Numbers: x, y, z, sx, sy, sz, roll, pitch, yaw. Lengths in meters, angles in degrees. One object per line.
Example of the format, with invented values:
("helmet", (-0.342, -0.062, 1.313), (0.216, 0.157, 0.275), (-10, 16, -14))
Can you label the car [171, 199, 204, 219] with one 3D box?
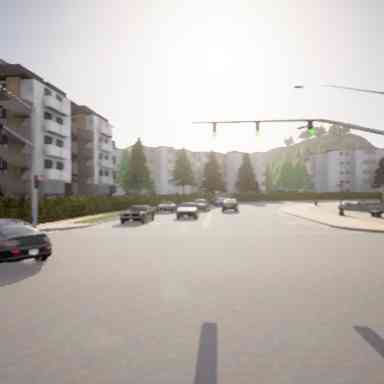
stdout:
("car", (-0.318, 1.658, 30.519), (2.033, 1.411, 5.357), (-1, 0, 4))

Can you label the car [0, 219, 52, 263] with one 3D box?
("car", (-6.590, 1.641, 11.229), (4.674, 1.442, 1.812), (-1, -1, 35))

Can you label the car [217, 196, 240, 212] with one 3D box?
("car", (4.811, 1.579, 40.953), (2.128, 1.511, 4.902), (-1, 0, 12))

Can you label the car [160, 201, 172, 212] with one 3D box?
("car", (-2.865, 1.729, 38.294), (1.994, 1.385, 4.181), (-1, 0, 9))

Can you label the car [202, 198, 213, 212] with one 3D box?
("car", (0.988, 1.633, 40.183), (1.837, 1.490, 4.892), (-1, 0, 11))

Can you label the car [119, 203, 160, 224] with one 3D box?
("car", (-4.197, 1.741, 26.327), (1.895, 1.301, 4.718), (-1, 0, 6))

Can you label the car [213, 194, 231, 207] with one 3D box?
("car", (5.202, 1.601, 52.651), (1.882, 1.535, 5.008), (-1, 0, 28))
